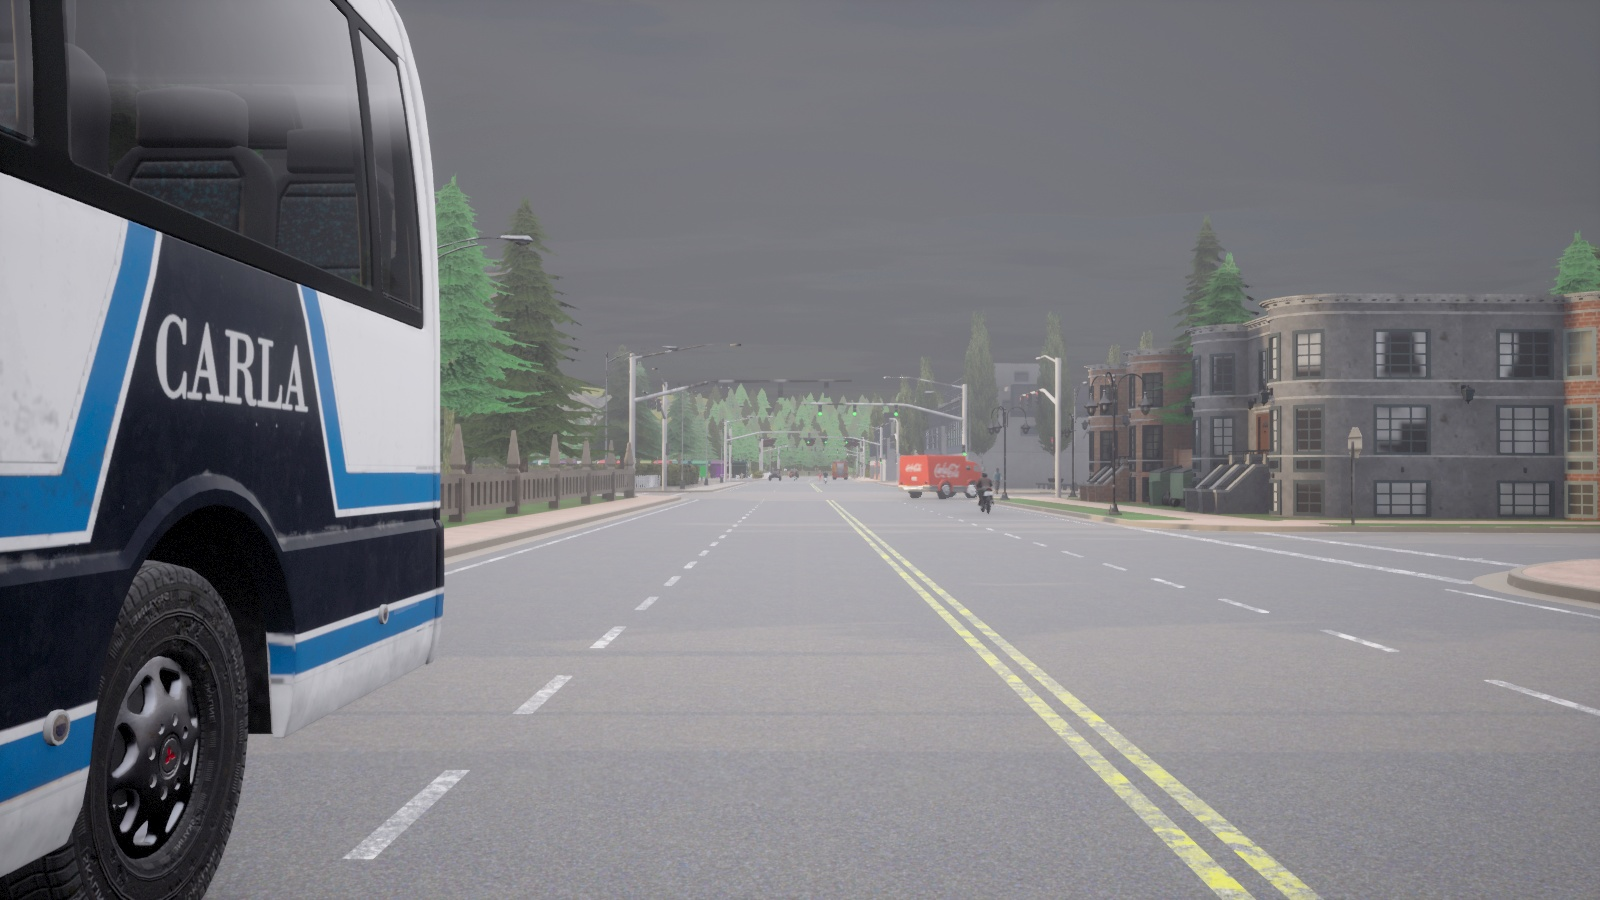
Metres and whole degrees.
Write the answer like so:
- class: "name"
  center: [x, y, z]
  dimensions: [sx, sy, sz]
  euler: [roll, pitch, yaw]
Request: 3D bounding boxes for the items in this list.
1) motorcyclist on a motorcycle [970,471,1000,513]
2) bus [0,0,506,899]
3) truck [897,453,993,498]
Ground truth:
- class: "motorcyclist on a motorcycle"
  center: [6.893, 1.553, 46.814]
  dimensions: [0.797, 1.523, 2.044]
  euler: [0, -1, 0]
- class: "bus"
  center: [-3.508, -0.523, 1.472]
  dimensions: [3.944, 4.253, 10.273]
  euler: [0, -1, 0]
- class: "truck"
  center: [8.367, 1.495, 72.275]
  dimensions: [5.204, 2.467, 2.627]
  euler: [2, -3, -41]
